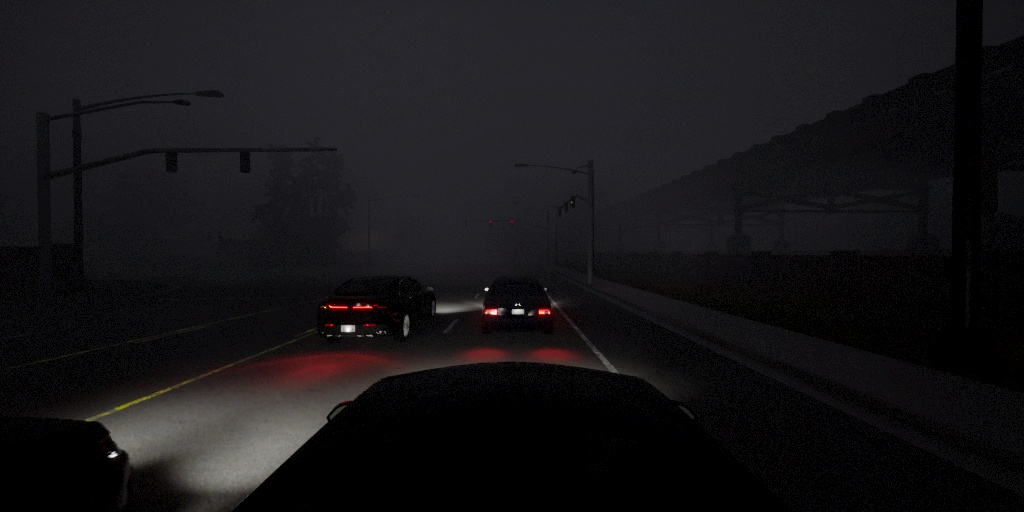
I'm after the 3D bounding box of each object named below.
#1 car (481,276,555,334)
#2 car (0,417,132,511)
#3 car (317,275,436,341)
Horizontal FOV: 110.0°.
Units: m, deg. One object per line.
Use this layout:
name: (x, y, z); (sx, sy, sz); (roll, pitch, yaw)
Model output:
car: (0.124, 1.301, 10.598); (2.033, 1.411, 5.357); (0, 0, 0)
car: (-3.403, 1.253, 0.279); (1.837, 1.490, 4.892); (0, 0, 0)
car: (-3.382, 1.255, 9.831); (1.837, 1.490, 4.892); (0, 0, 0)
